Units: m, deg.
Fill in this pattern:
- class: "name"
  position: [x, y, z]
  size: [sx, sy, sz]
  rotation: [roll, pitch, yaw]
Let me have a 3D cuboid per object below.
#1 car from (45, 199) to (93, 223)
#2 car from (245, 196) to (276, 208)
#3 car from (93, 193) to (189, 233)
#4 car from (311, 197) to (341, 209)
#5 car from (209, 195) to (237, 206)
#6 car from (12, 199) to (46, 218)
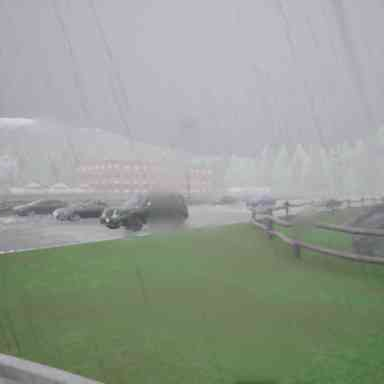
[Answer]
- class: "car"
  position: [-7.645, 1.378, 24.380]
  size: [2.128, 1.511, 4.902]
  rotation: [0, 0, 43]
- class: "car"
  position: [8.686, 1.190, 42.037]
  size: [1.882, 1.535, 5.008]
  rotation: [0, 0, 43]
- class: "car"
  position: [-2.584, 1.114, 19.540]
  size: [2.150, 2.045, 5.566]
  rotation: [0, 1, 43]
- class: "car"
  position: [15.955, 1.296, 39.556]
  size: [1.895, 1.301, 4.718]
  rotation: [0, 0, 43]
- class: "car"
  position: [4.539, 1.202, 47.851]
  size: [1.837, 1.490, 4.892]
  rotation: [0, 0, 43]
- class: "car"
  position: [-12.921, 1.387, 28.983]
  size: [1.837, 1.490, 4.892]
  rotation: [0, 0, 43]
